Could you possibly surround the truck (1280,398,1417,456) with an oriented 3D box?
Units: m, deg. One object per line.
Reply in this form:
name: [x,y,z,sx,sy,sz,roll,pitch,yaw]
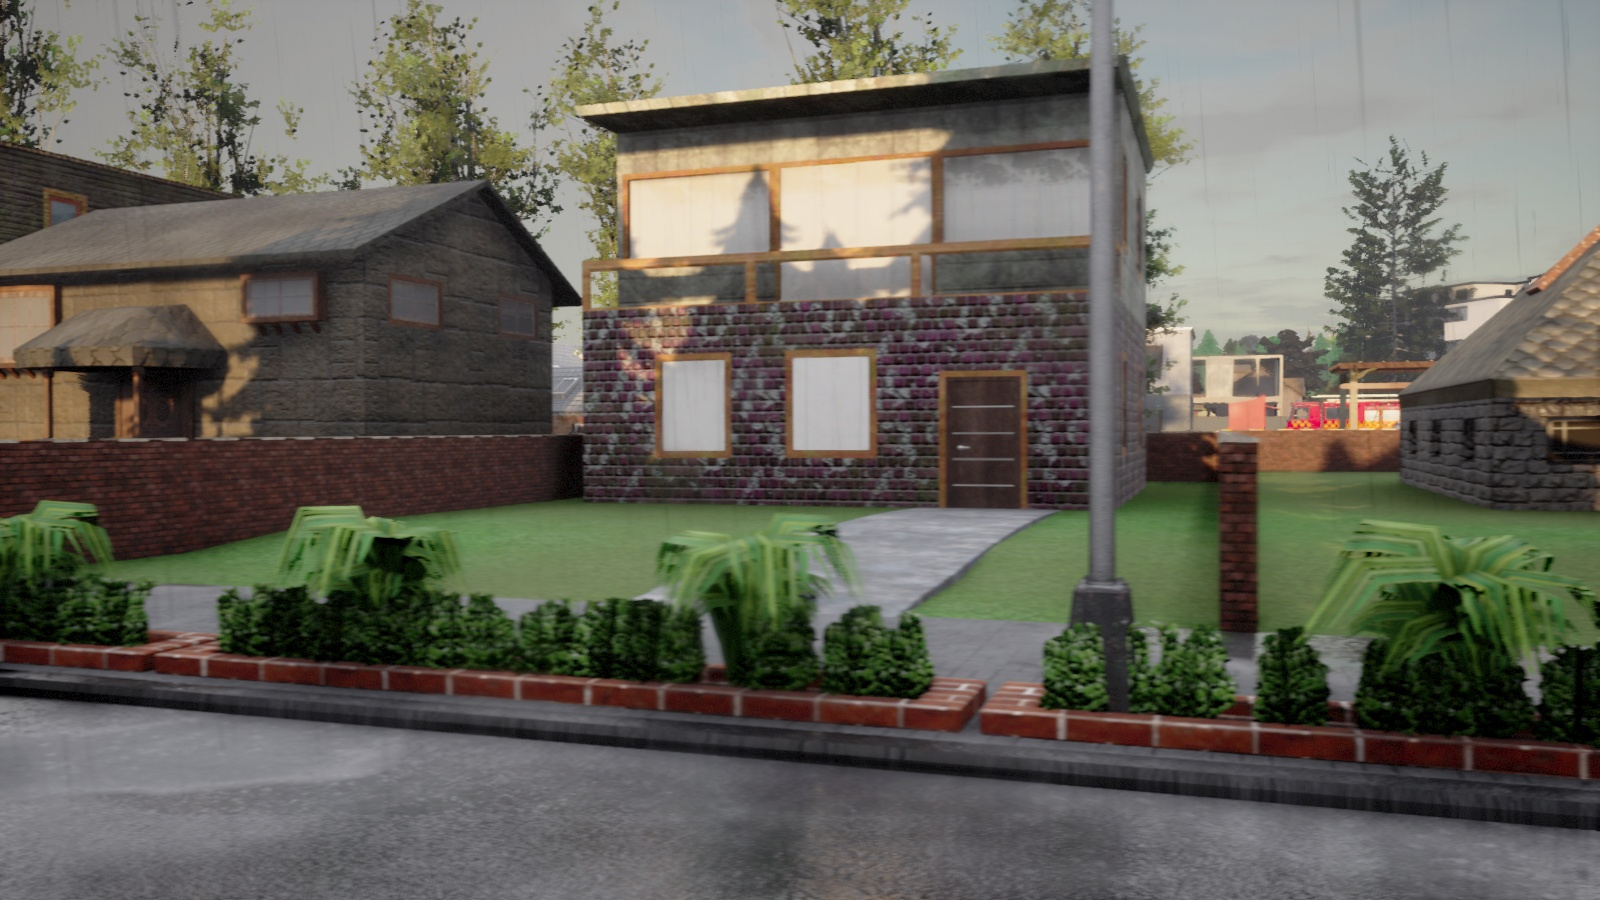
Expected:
truck: [37.595,-1.580,86.418,8.468,3.827,2.891,1,1,20]
